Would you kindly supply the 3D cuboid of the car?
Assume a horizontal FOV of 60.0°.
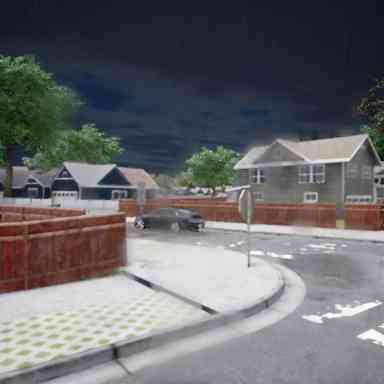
[{"bbox_3d":[-1.412,1.649,19.939,4.892,1.490,1.837,-1,-1,40],"label":"car"}]
